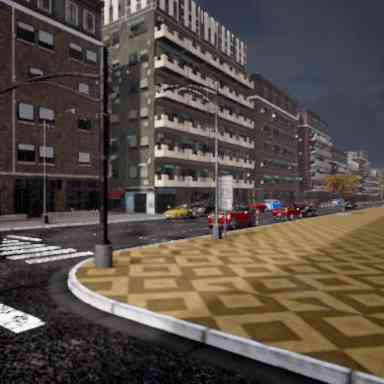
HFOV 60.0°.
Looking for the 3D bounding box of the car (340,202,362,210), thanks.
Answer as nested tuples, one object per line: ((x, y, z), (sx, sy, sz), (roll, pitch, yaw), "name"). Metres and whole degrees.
((28.772, 2.518, 60.163), (1.947, 1.339, 4.313), (-1, -2, 35), "car")

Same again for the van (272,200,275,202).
((12.228, 2.059, 51.068), (1.690, 1.788, 3.998), (-1, -2, 35), "van")

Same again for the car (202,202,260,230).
((2.811, 1.686, 23.171), (1.967, 1.590, 4.097), (-1, -2, 35), "car")

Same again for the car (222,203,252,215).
((5.739, 2.107, 41.813), (1.947, 1.339, 4.313), (-1, -2, 35), "car")

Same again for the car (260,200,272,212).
((8.984, 2.174, 46.438), (1.887, 1.381, 4.507), (-1, -2, 35), "car")

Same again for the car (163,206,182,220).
((-0.849, 1.887, 32.426), (1.752, 1.417, 4.829), (-1, -2, 35), "car")

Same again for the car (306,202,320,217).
((12.547, 2.076, 37.041), (1.947, 1.339, 4.313), (-1, -2, 35), "car")

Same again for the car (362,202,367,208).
((35.262, 2.680, 69.412), (2.008, 1.369, 4.403), (-1, -2, 35), "car")

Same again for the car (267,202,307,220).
((9.302, 1.967, 32.417), (1.887, 1.381, 4.507), (-1, -2, 35), "car")

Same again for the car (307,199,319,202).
((25.208, 2.387, 69.566), (2.192, 1.841, 5.009), (-1, -2, 35), "car")

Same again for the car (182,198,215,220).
((1.787, 1.588, 31.713), (2.150, 2.045, 5.566), (0, -1, 35), "car")

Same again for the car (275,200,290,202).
((14.347, 2.221, 49.443), (1.837, 1.490, 4.892), (0, -1, 35), "car")

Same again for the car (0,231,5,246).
((-7.775, 1.493, 10.065), (2.033, 1.411, 5.357), (1, 0, -5), "car")

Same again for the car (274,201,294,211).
((15.473, 2.246, 55.690), (1.967, 1.590, 4.097), (-1, -2, 35), "car")
